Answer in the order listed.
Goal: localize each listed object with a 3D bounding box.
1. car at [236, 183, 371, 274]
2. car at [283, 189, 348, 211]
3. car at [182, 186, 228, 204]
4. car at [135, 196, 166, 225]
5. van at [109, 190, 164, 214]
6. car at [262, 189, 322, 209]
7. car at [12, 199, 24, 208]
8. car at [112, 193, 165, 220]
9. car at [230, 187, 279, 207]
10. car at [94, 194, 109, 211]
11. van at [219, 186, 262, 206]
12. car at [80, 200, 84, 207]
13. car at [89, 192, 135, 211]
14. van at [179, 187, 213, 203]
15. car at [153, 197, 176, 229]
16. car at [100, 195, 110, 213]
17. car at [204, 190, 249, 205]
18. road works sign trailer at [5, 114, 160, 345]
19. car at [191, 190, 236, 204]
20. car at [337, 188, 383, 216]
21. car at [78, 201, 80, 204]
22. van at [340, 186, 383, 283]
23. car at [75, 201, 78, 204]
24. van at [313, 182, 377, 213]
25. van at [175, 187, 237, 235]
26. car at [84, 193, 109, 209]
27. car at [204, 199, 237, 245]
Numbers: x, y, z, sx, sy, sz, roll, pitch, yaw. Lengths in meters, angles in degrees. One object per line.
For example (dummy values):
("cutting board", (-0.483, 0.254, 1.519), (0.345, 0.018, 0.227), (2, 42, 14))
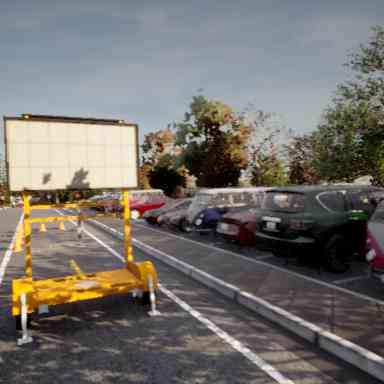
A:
("car", (4.345, 0.814, 9.308), (5.566, 2.045, 2.435), (-2, 2, -26))
("car", (10.160, 0.592, 27.298), (4.892, 1.521, 2.231), (-2, 1, -26))
("car", (1.769, 0.378, 44.777), (5.566, 2.045, 2.435), (-2, 1, -26))
("car", (-0.511, 1.100, 19.278), (4.792, 1.488, 2.163), (-2, 1, -26))
("van", (-4.001, 0.853, 26.840), (4.442, 1.987, 1.878), (-2, 1, -26))
("car", (8.959, 0.595, 29.794), (5.008, 1.535, 2.097), (-2, 1, -26))
("car", (-33.750, 2.091, 64.567), (2.097, 1.767, 4.553), (-2, -1, -26))
("car", (-2.889, 1.078, 24.294), (5.008, 1.535, 2.097), (-2, 1, -26))
("car", (6.526, 0.480, 34.773), (4.553, 1.767, 2.185), (-2, 1, -26))
("car", (-6.480, 1.121, 31.808), (4.792, 1.488, 2.163), (-2, 1, -26))
("van", (5.454, 0.379, 37.331), (4.442, 1.987, 1.878), (-2, 1, -26))
("car", (-10.114, 1.116, 39.298), (5.008, 1.535, 2.097), (-2, 1, -26))
("car", (-8.891, 0.977, 36.805), (4.553, 1.767, 2.185), (-2, 1, -26))
("van", (0.596, 0.422, 47.422), (4.442, 1.987, 1.878), (-2, 1, -26))
("car", (0.724, 1.105, 16.790), (4.674, 1.452, 2.002), (-2, 1, -26))
("car", (-5.299, 1.128, 29.296), (4.674, 1.452, 2.002), (-2, 1, -26))
("car", (4.149, 0.615, 39.777), (4.892, 1.521, 2.231), (-2, 1, -26))
("road works sign trailer", (-2.220, 0.365, 6.505), (2.380, 3.560, 2.880), (-2, 1, -27))
("car", (2.787, 0.623, 42.193), (5.366, 1.575, 1.946), (-2, 1, -26))
("car", (12.404, 0.585, 22.228), (5.366, 1.575, 1.946), (-2, 1, -26))
("car", (-11.317, 1.137, 41.795), (4.892, 1.521, 2.231), (-2, 1, -26))
("van", (5.421, 0.885, 6.745), (4.442, 1.987, 1.878), (-2, 2, -26))
("car", (-12.690, 1.168, 44.207), (5.366, 1.575, 1.946), (-2, 1, -26))
("van", (11.465, 0.356, 24.852), (4.442, 1.987, 1.878), (-2, 1, -26))
("van", (1.813, 0.839, 14.233), (4.442, 1.987, 1.878), (-2, 1, -26))
("car", (-7.746, 0.847, 34.280), (5.566, 2.045, 2.435), (-2, 1, -26))
("car", (3.160, 1.084, 11.794), (4.792, 1.488, 2.163), (-2, 1, -26))
